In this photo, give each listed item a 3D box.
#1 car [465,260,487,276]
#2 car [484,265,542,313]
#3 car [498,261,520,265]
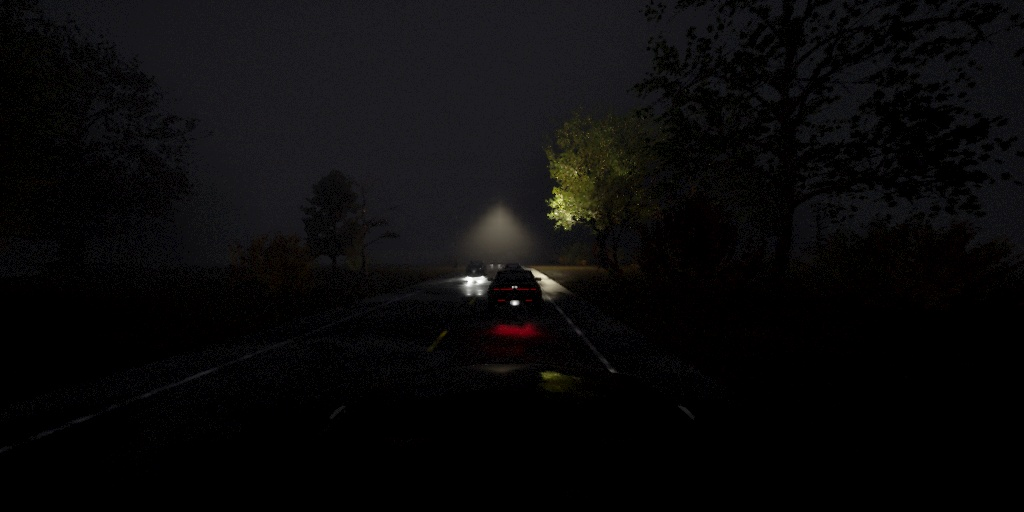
[{"bbox_3d":[-3.589,1.210,36.436,2.128,1.511,4.902,0,0,0],"label":"car"},{"bbox_3d":[0.096,1.250,13.898,1.837,1.490,4.892,0,0,0],"label":"car"},{"bbox_3d":[0.099,1.293,29.741,1.994,1.385,4.181,0,0,0],"label":"car"}]
